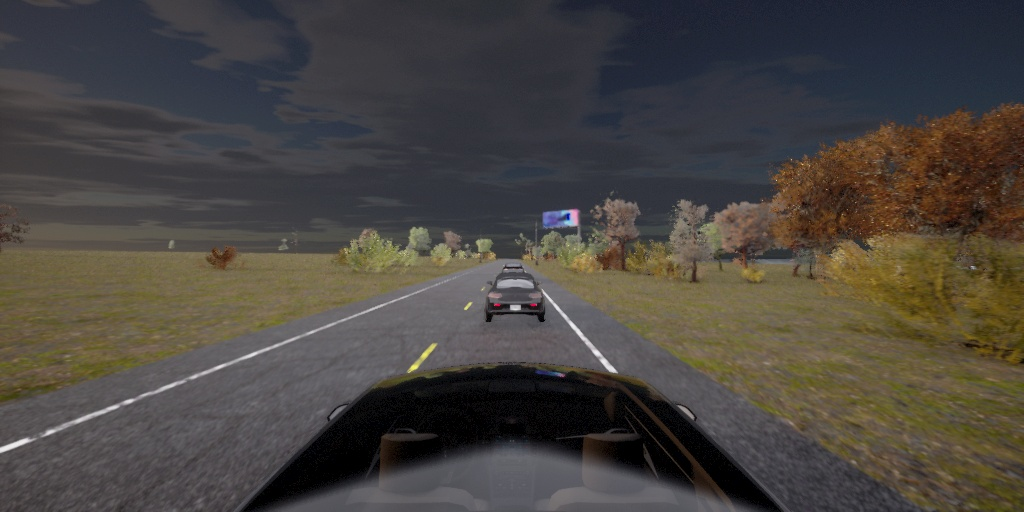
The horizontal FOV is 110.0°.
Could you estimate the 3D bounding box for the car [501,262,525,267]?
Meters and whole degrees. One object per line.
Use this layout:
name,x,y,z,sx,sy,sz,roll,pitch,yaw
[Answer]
car,0.095,1.254,30.092,2.128,1.511,4.902,0,0,0

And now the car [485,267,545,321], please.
car,0.098,1.279,12.348,1.812,1.442,4.674,0,0,0
